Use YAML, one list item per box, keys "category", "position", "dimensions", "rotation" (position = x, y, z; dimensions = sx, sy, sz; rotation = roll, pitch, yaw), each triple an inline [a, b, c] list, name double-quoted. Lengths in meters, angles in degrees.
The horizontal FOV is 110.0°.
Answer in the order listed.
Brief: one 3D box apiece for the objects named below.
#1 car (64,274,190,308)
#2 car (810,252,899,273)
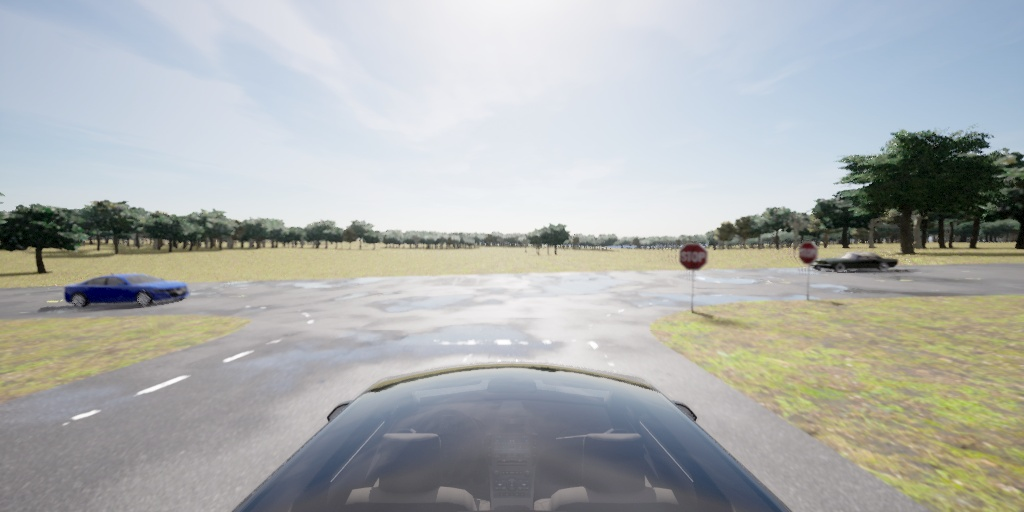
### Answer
- category: "car"
  position: [-19.016, 1.619, 17.821]
  dimensions: [5.008, 1.535, 1.882]
  rotation: [-2, 3, 0]
- category: "car"
  position: [23.338, 0.410, 24.684]
  dimensions: [4.718, 1.301, 1.895]
  rotation: [-1, 3, 0]
